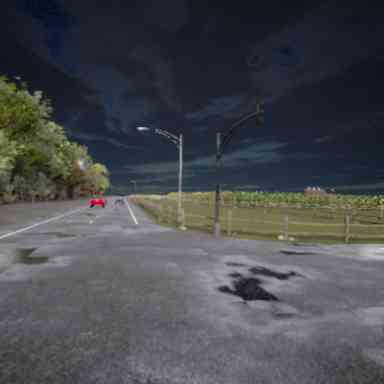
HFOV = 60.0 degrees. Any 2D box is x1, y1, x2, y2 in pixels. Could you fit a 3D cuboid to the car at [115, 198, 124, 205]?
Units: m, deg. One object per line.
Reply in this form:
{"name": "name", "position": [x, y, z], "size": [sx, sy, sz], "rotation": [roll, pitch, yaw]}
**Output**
{"name": "car", "position": [-15.317, 1.993, 70.445], "size": [1.837, 1.490, 4.892], "rotation": [1, -1, -12]}

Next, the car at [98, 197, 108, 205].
{"name": "car", "position": [-19.002, 1.927, 70.972], "size": [1.837, 1.490, 4.892], "rotation": [1, -1, -12]}

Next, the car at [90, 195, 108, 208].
{"name": "car", "position": [-15.711, 1.543, 55.675], "size": [2.150, 2.045, 5.566], "rotation": [1, -1, -12]}
